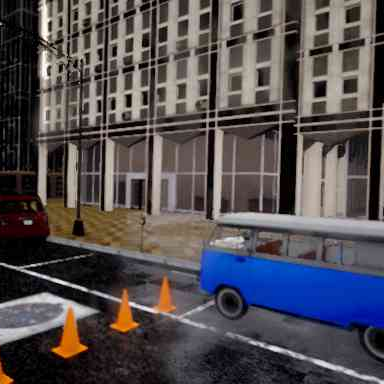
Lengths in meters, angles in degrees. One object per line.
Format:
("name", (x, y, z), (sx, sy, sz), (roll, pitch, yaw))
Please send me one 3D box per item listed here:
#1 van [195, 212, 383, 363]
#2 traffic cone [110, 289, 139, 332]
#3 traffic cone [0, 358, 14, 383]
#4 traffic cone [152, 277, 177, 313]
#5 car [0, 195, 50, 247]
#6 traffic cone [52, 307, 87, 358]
("van", (1.972, 1.314, 5.581), (3.998, 1.788, 1.690), (2, 1, 36))
("traffic cone", (-1.087, 1.869, 5.367), (0.340, 0.580, 0.340), (2, 1, 36))
("traffic cone", (-2.253, 1.866, 3.742), (0.340, 0.580, 0.340), (2, 1, 36))
("traffic cone", (-0.504, 1.871, 6.179), (0.340, 0.580, 0.340), (2, 1, 36))
("car", (-7.262, 1.019, 12.204), (5.009, 1.841, 2.192), (2, 1, 36))
("traffic cone", (-1.670, 1.868, 4.554), (0.340, 0.580, 0.340), (2, 1, 36))
